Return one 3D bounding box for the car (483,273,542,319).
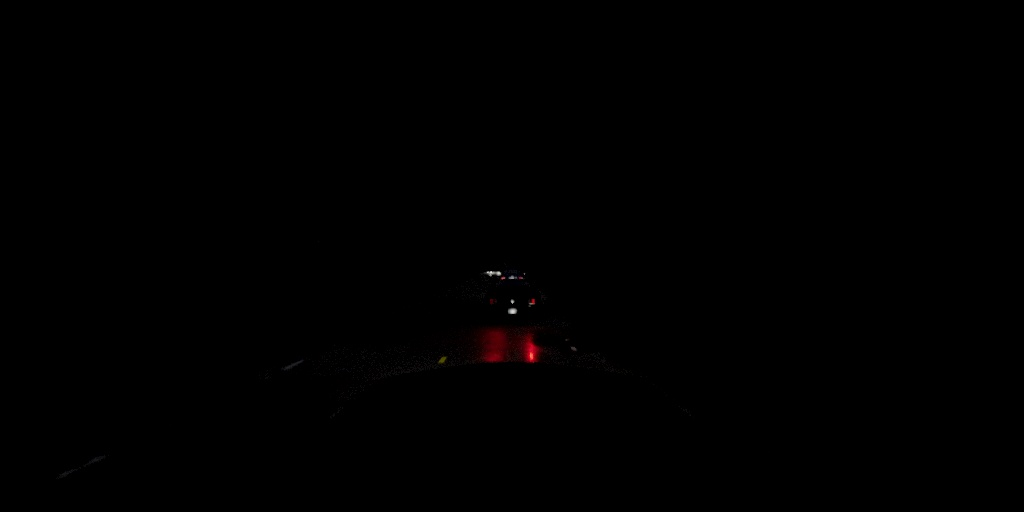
[{"bbox_3d":[0.043,1.490,13.545,1.895,1.301,4.718,0,-1,1],"label":"car"}]

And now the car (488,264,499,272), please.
[{"bbox_3d":[-2.801,1.937,58.687,1.994,1.385,4.181,0,-1,0],"label":"car"}]

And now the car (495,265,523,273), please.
[{"bbox_3d":[0.028,1.589,26.984,2.033,1.411,5.357,0,-1,1],"label":"car"}]
